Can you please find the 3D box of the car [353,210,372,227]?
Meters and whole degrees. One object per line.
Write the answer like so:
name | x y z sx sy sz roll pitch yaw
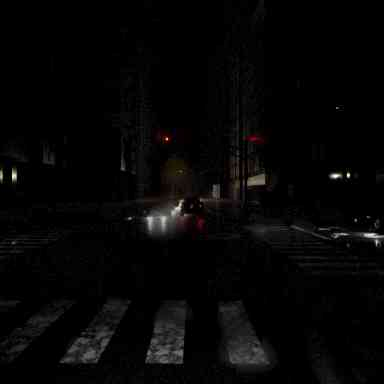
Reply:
car | 12.599 1.496 20.600 4.902 1.511 2.128 0 0 0

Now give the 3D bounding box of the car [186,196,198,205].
car | 0.011 1.477 58.252 1.882 1.535 5.008 0 0 0

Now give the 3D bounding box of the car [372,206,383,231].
car | 12.163 1.574 17.351 4.181 1.385 1.994 0 0 0

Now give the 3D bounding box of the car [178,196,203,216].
car | 0.017 1.351 31.978 2.097 1.767 4.553 0 0 1

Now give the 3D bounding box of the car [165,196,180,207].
car | -3.078 1.491 53.407 2.128 1.511 4.902 0 0 0

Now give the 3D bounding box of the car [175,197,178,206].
car | -3.116 1.477 43.245 1.882 1.535 5.008 0 0 0

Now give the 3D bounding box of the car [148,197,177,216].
car | -3.101 1.547 33.441 2.033 1.411 5.357 0 0 4
